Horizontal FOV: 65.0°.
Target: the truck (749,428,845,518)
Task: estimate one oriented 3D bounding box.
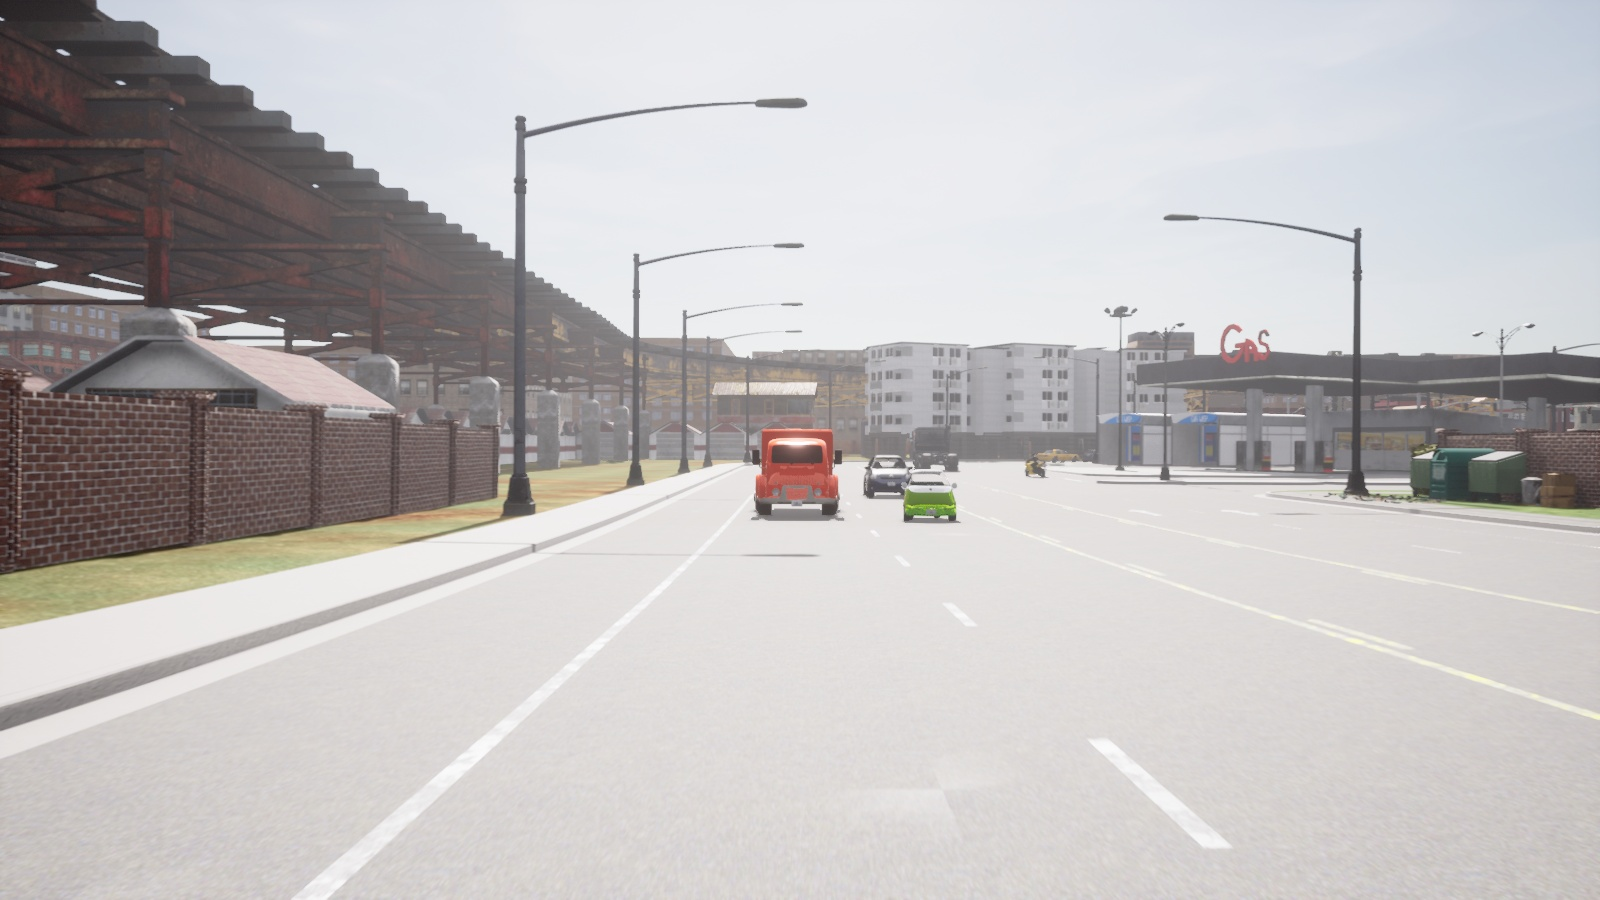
[{"bbox_3d":[-0.085,0.627,37.027,2.627,2.467,5.204,0,0,0],"label":"truck"}]

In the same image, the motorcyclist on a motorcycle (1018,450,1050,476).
[{"bbox_3d":[14.286,0.814,76.758,0.797,1.523,2.044,3,-1,-28],"label":"motorcyclist on a motorcycle"}]

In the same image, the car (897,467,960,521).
[{"bbox_3d":[3.425,1.168,33.746,1.481,1.376,2.207,0,0,0],"label":"car"}]

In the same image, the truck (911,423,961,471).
[{"bbox_3d":[10.264,-0.242,95.629,2.891,3.462,7.936,0,0,0],"label":"truck"}]

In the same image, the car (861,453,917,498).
[{"bbox_3d":[3.391,0.935,48.278,1.851,1.617,3.988,0,0,0],"label":"car"}]
